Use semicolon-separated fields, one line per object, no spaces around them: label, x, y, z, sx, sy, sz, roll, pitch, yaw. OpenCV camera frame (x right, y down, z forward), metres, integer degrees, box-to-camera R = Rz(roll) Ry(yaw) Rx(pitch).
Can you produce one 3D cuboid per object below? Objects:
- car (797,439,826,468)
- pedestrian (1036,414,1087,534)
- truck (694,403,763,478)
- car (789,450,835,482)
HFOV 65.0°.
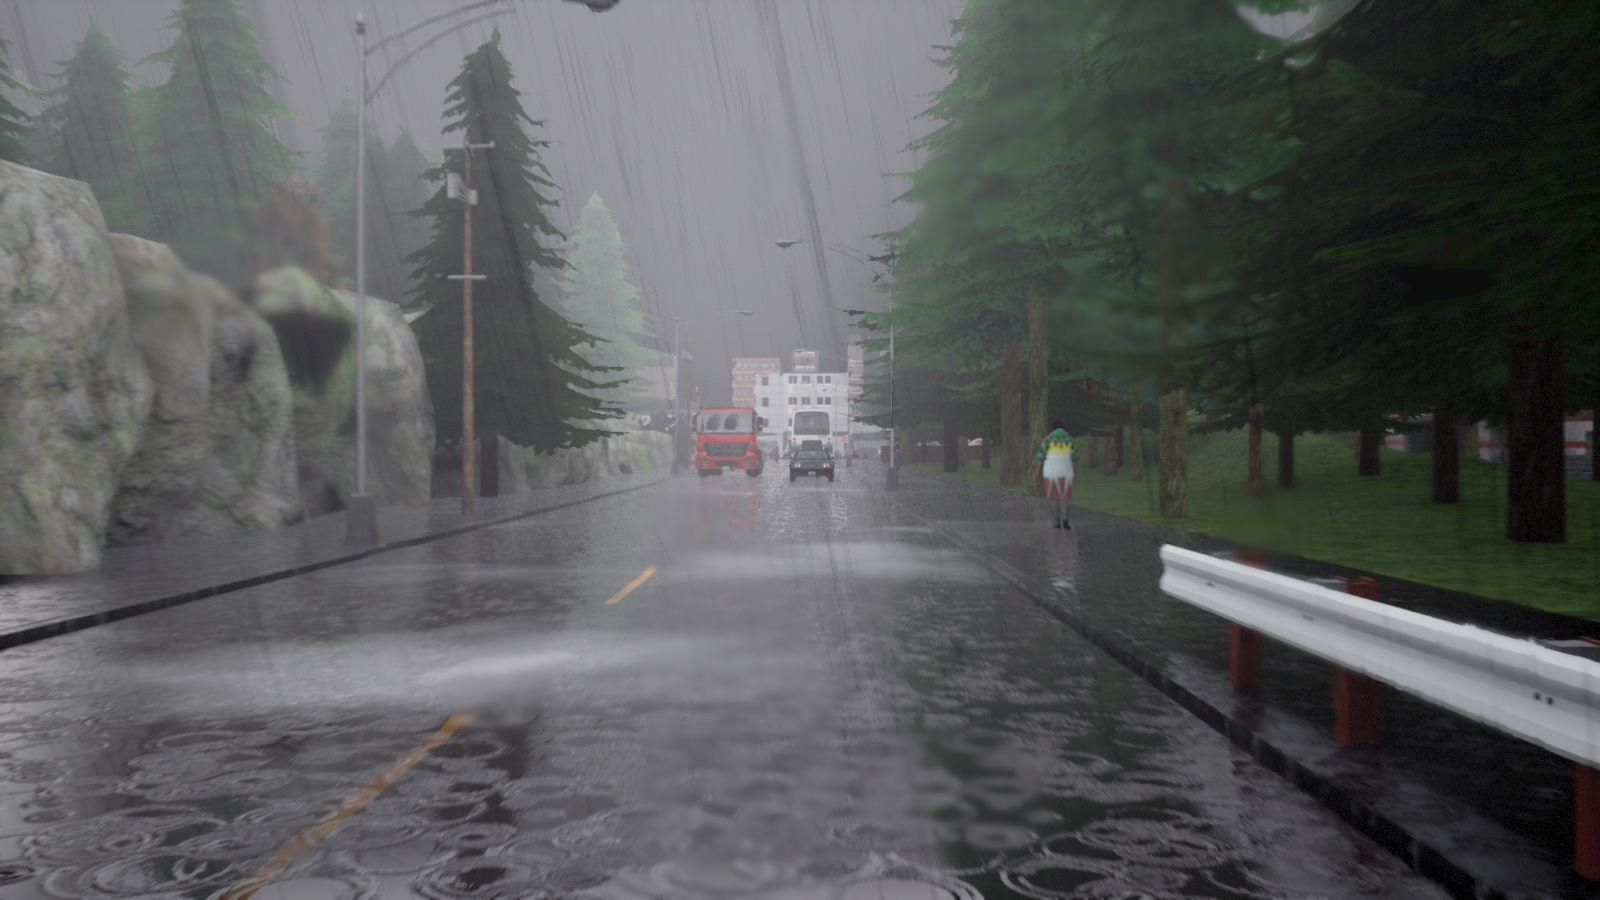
car;0.786;0.238;84.026;1.905;1.878;3.866;0;0;1
pedestrian;4.340;0.385;20.857;0.659;1.952;0.873;0;0;0
truck;-3.417;-0.464;62.146;2.891;3.462;7.936;0;0;1
car;0.506;0.651;53.915;1.895;1.301;4.718;0;0;1
